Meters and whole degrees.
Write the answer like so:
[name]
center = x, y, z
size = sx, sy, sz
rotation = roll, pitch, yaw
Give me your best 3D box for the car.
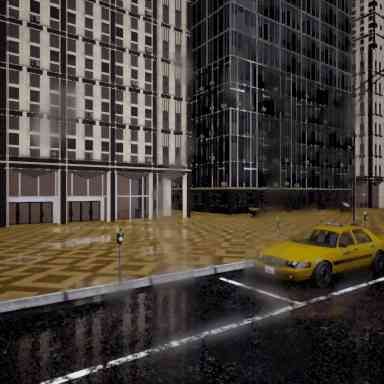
[car]
center = 3.800, 1.526, 9.253
size = 4.829, 1.417, 1.752
rotation = 0, 0, -35
